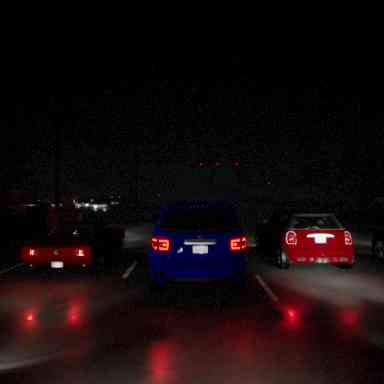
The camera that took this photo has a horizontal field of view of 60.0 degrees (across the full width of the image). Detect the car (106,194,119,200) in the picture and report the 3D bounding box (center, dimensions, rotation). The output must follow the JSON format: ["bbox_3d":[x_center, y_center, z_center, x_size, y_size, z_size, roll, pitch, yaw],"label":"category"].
[{"bbox_3d":[-18.219,1.217,76.395,1.895,1.301,4.718,0,0,-1],"label":"car"}]

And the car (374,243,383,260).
[{"bbox_3d":[3.597,1.490,2.113,2.128,1.511,4.902,0,0,0],"label":"car"}]

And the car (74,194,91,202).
[{"bbox_3d":[-21.611,1.209,65.962,1.812,1.442,4.674,0,0,-1],"label":"car"}]

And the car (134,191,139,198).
[{"bbox_3d":[-14.883,0.793,85.368,2.150,2.045,5.566,0,0,-3],"label":"car"}]

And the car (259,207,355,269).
[{"bbox_3d":[3.519,1.335,11.257,2.097,1.767,4.553,0,0,0],"label":"car"}]

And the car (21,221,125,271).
[{"bbox_3d":[-3.475,1.585,10.801,1.895,1.301,4.718,0,0,0],"label":"car"}]

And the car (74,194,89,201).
[{"bbox_3d":[-25.213,1.220,75.828,1.895,1.301,4.718,0,0,-1],"label":"car"}]

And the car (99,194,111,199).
[{"bbox_3d":[-21.848,1.130,83.780,1.994,1.385,4.181,0,0,-1],"label":"car"}]

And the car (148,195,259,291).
[{"bbox_3d":[0.054,1.208,9.160,2.150,2.045,5.566,0,0,-2],"label":"car"}]

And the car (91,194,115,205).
[{"bbox_3d":[-14.580,1.355,54.474,1.895,1.301,4.718,0,0,0],"label":"car"}]

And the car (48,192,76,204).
[{"bbox_3d":[-21.579,1.226,55.332,1.882,1.535,5.008,0,0,0],"label":"car"}]

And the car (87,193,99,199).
[{"bbox_3d":[-25.384,1.069,85.130,1.837,1.490,4.892,0,0,-3],"label":"car"}]

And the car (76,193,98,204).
[{"bbox_3d":[-18.091,1.305,56.663,1.994,1.385,4.181,0,0,0],"label":"car"}]

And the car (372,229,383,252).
[{"bbox_3d":[7.030,1.478,9.356,2.128,1.511,4.902,0,0,0],"label":"car"}]

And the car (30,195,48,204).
[{"bbox_3d":[-25.074,1.255,55.229,1.837,1.490,4.892,0,0,0],"label":"car"}]

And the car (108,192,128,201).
[{"bbox_3d":[-14.635,1.037,65.814,2.097,1.767,4.553,0,0,0],"label":"car"}]

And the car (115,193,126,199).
[{"bbox_3d":[-18.452,1.103,86.171,2.033,1.411,5.357,0,0,-3],"label":"car"}]

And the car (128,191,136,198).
[{"bbox_3d":[-14.705,1.170,75.066,2.033,1.411,5.357,0,0,-1],"label":"car"}]

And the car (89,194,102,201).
[{"bbox_3d":[-21.704,1.154,74.988,1.812,1.442,4.674,0,0,-1],"label":"car"}]
